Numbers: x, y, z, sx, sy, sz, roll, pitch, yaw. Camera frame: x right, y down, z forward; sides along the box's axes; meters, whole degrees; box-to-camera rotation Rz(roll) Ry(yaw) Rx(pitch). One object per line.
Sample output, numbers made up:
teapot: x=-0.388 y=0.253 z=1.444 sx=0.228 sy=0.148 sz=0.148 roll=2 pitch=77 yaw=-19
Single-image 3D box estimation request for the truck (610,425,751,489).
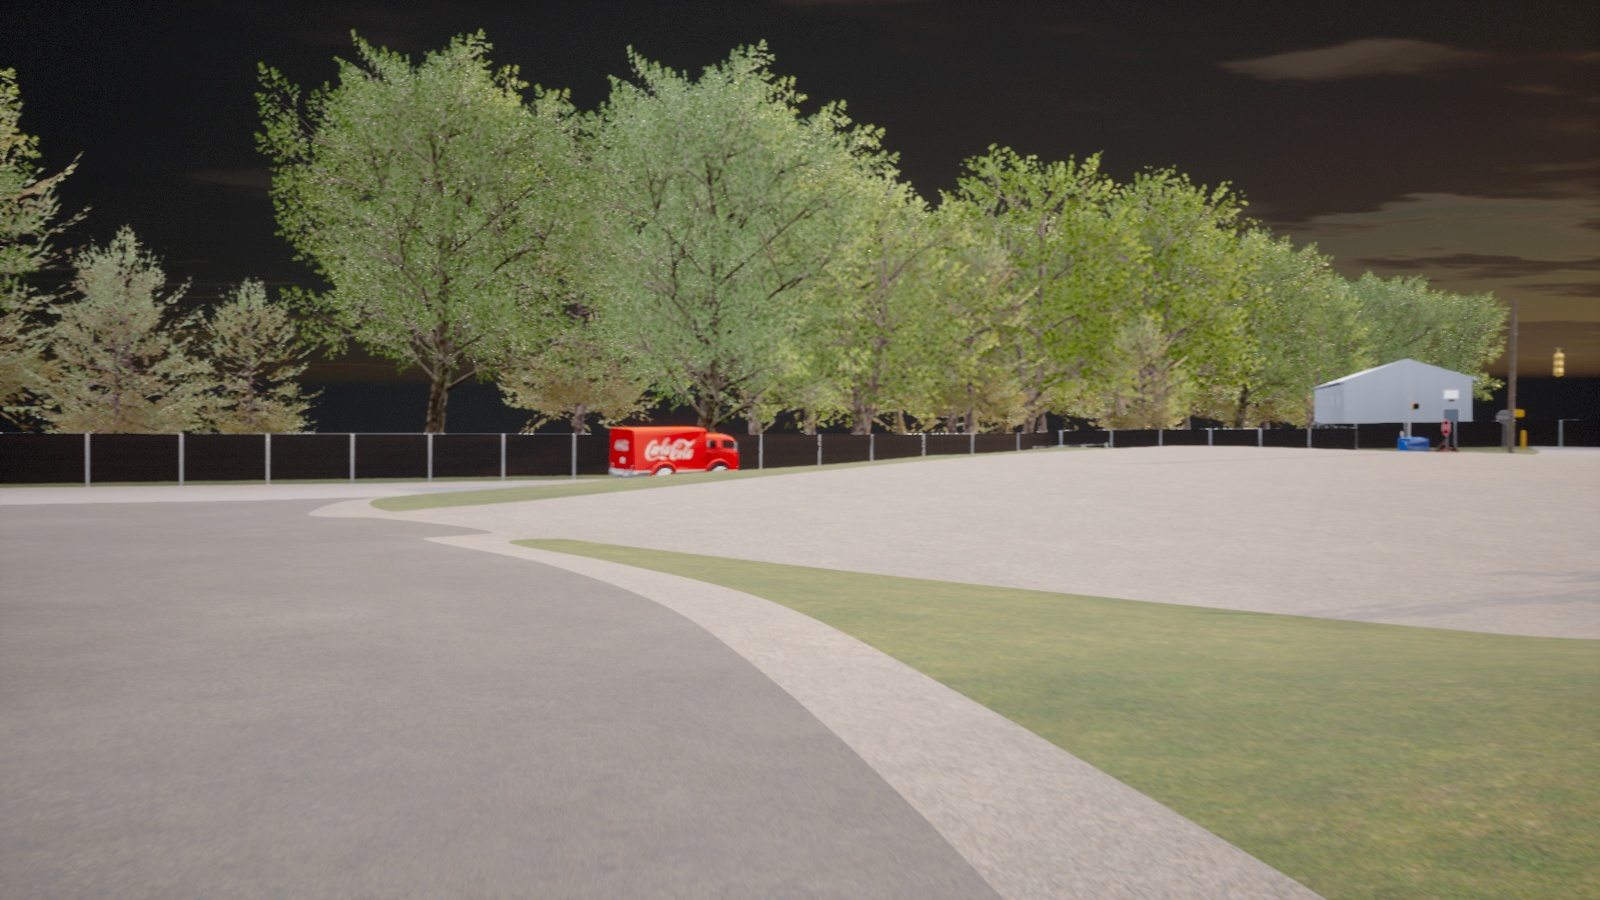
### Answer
truck: x=-4.956 y=0.229 z=52.414 sx=5.204 sy=2.467 sz=2.627 roll=-1 pitch=3 yaw=-33
